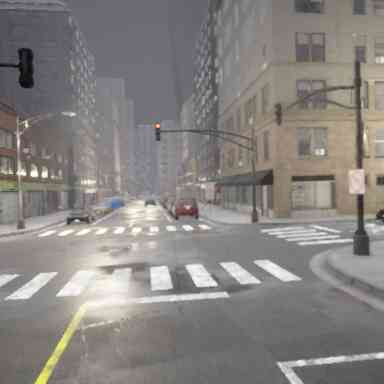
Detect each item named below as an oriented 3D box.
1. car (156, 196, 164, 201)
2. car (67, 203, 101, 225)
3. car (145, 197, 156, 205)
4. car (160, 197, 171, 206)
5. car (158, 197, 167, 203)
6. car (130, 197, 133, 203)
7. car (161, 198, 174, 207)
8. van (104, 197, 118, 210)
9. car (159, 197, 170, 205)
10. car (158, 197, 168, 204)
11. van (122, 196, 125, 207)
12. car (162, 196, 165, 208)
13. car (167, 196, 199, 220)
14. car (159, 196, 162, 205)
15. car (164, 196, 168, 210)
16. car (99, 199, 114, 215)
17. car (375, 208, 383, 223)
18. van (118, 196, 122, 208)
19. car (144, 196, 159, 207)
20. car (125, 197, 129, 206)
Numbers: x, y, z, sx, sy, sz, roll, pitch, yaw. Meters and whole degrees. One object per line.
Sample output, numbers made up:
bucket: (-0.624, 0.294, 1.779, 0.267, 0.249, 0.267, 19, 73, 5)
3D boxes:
car: (-9.141, 1.882, 95.156, 2.008, 1.369, 4.403, -2, 0, -7)
car: (-9.078, 1.856, 27.584, 1.947, 1.339, 4.313, -2, 0, -7)
car: (-8.524, 1.814, 67.838, 2.033, 1.411, 5.357, -2, 0, -7)
car: (-4.906, 1.725, 62.081, 1.752, 1.417, 4.829, -2, 0, -7)
car: (-7.012, 1.818, 78.534, 2.008, 1.369, 4.403, -2, 0, -7)
car: (-15.481, 1.950, 77.446, 1.967, 1.590, 4.097, -2, 0, -7)
car: (-4.173, 1.757, 56.372, 1.802, 1.307, 4.206, -2, 0, -7)
van: (-11.220, 1.709, 44.204, 1.690, 1.788, 3.998, -2, 0, -7)
car: (-5.593, 1.788, 67.453, 1.947, 1.339, 4.313, -2, 0, -7)
car: (-6.302, 1.811, 72.994, 1.947, 1.339, 4.313, -2, 0, -7)
van: (-12.642, 1.758, 55.286, 1.690, 1.788, 3.998, -2, 0, -7)
car: (-2.777, 1.652, 45.459, 1.752, 1.417, 4.829, -2, 0, -7)
car: (-0.635, 1.364, 28.669, 2.192, 1.841, 5.009, -2, 0, -7)
car: (-3.474, 1.466, 50.831, 2.192, 1.841, 5.009, -2, 0, -7)
car: (-1.345, 1.391, 34.210, 2.192, 1.841, 5.009, -2, 0, -7)
car: (-10.480, 1.867, 38.496, 1.752, 1.417, 4.829, -2, 0, -7)
car: (12.546, 1.045, 18.532, 4.181, 1.385, 1.994, -2, 1, -8)
van: (-11.931, 1.734, 49.745, 1.690, 1.788, 3.998, -2, 0, -7)
car: (-7.198, 1.767, 57.501, 1.837, 1.490, 4.892, -2, 0, -7)
car: (-13.354, 1.756, 60.826, 2.192, 1.841, 5.009, -2, 0, -7)
